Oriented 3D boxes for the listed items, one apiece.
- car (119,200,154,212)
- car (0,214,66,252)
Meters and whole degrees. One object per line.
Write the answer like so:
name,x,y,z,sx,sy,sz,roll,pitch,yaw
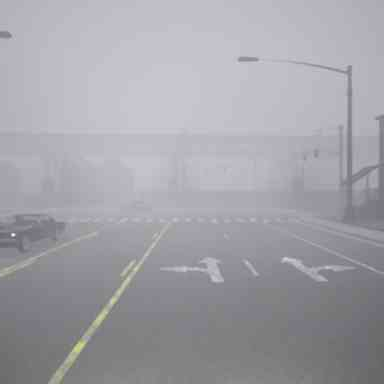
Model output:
car,-6.782,1.626,40.104,4.718,1.301,1.895,0,0,44
car,-7.084,1.610,14.002,1.895,1.301,4.718,0,0,0
